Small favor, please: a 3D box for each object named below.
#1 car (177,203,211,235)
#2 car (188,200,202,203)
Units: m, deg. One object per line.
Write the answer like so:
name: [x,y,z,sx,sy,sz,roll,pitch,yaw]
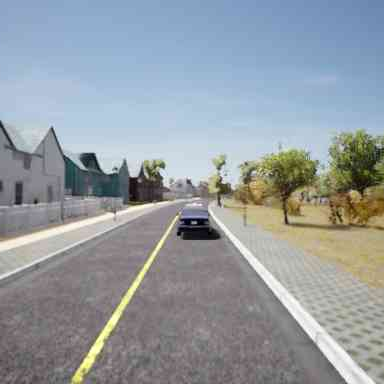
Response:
car: [0.104,1.558,18.822,2.033,1.411,5.357,0,0,0]
car: [0.331,1.627,38.369,1.895,1.301,4.718,0,0,2]
